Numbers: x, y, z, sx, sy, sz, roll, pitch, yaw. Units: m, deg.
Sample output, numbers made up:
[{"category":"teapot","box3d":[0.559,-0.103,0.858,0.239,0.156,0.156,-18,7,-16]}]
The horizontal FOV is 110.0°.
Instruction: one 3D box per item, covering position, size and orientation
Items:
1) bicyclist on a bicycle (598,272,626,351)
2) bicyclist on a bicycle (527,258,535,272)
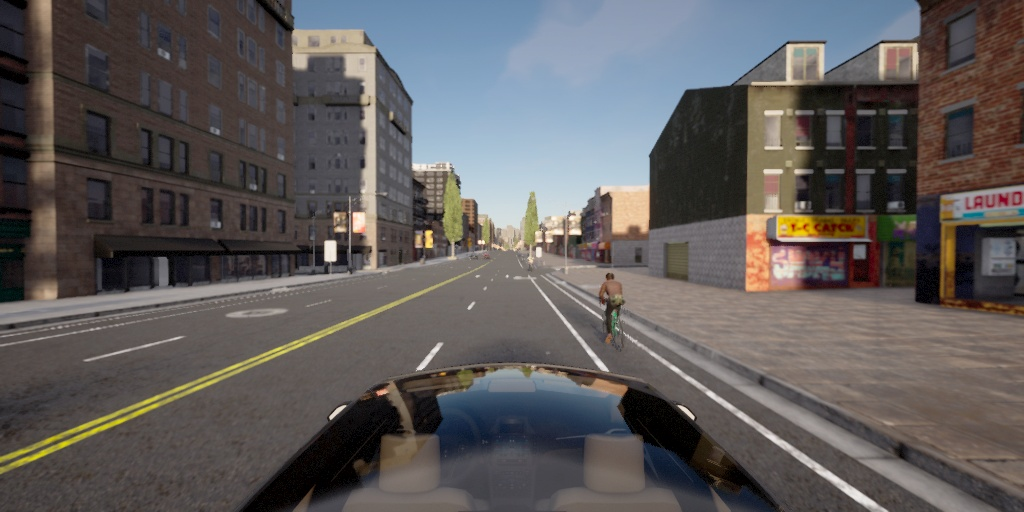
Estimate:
[{"category":"bicyclist on a bicycle","box3d":[2.248,1.202,8.077,0.582,1.620,1.656,0,0,0]},{"category":"bicyclist on a bicycle","box3d":[2.220,0.975,41.516,0.866,1.612,1.509,-1,3,0]}]
